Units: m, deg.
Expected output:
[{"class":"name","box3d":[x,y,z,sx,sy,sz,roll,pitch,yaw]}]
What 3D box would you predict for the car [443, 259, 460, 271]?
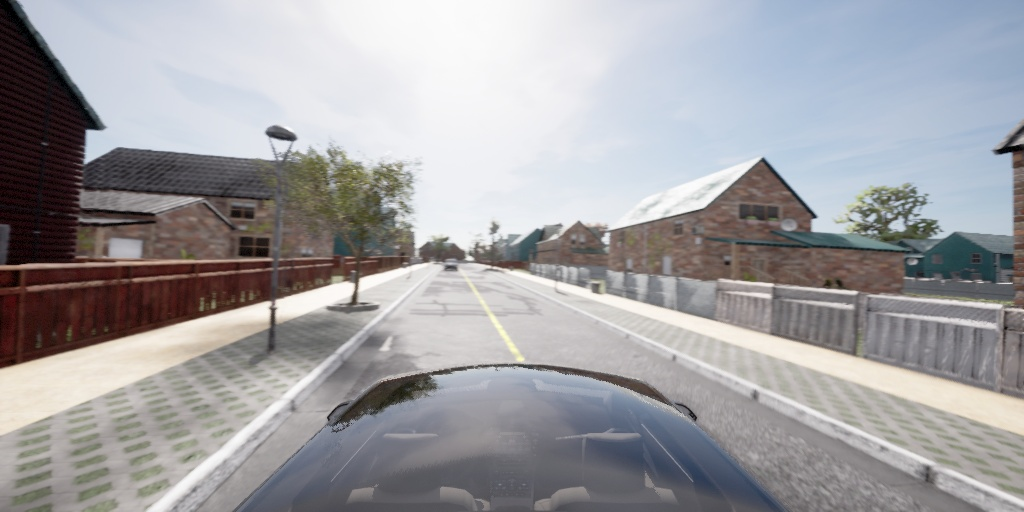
[{"class":"car","box3d":[-7.875,1.159,46.480,1.837,1.490,4.892,3,-1,-10]}]
